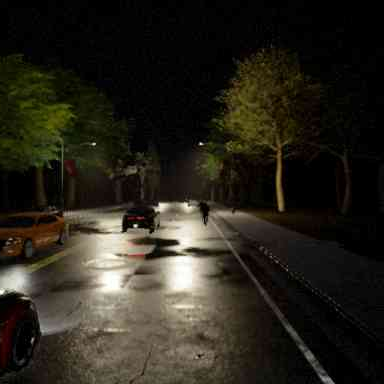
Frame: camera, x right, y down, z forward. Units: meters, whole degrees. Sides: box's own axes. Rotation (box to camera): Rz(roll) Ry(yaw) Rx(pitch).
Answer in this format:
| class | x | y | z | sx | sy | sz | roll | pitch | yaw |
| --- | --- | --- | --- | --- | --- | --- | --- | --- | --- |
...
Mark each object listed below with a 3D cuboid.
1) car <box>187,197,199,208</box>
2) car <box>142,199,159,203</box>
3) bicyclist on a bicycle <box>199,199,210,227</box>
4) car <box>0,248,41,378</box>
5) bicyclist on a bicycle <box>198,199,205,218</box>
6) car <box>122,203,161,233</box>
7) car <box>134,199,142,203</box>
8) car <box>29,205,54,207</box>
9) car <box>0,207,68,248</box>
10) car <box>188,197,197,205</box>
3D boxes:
| class | x | y | z | sx | sy | sz | roll | pitch | yaw |
| --- | --- | --- | --- | --- | --- | --- | --- | --- | --- |
| car | 0.179 | 1.953 | 58.326 | 1.812 | 1.442 | 4.674 | 0 | -1 | 0 |
| car | -6.494 | 1.901 | 54.718 | 1.837 | 1.490 | 4.892 | 0 | 0 | 0 |
| bicyclist on a bicycle | 0.921 | 1.521 | 22.504 | 0.659 | 1.776 | 1.843 | 0 | 0 | 0 |
| car | -3.147 | 1.585 | 3.064 | 1.994 | 1.385 | 4.181 | 0 | 0 | 0 |
| bicyclist on a bicycle | 0.936 | 1.593 | 32.621 | 0.659 | 1.776 | 1.843 | 0 | 0 | 0 |
| car | -3.123 | 1.644 | 20.853 | 1.837 | 1.490 | 4.892 | 0 | 0 | 0 |
| car | -9.679 | 2.007 | 62.133 | 2.033 | 1.411 | 5.357 | 0 | 0 | 1 |
| car | -9.819 | 1.633 | 21.219 | 2.128 | 1.511 | 4.902 | 0 | 0 | 0 |
| car | -6.580 | 1.566 | 13.175 | 1.882 | 1.535 | 5.008 | 0 | 0 | 0 |
| car | 0.101 | 1.917 | 73.528 | 2.097 | 1.767 | 4.553 | 0 | -1 | 0 |
